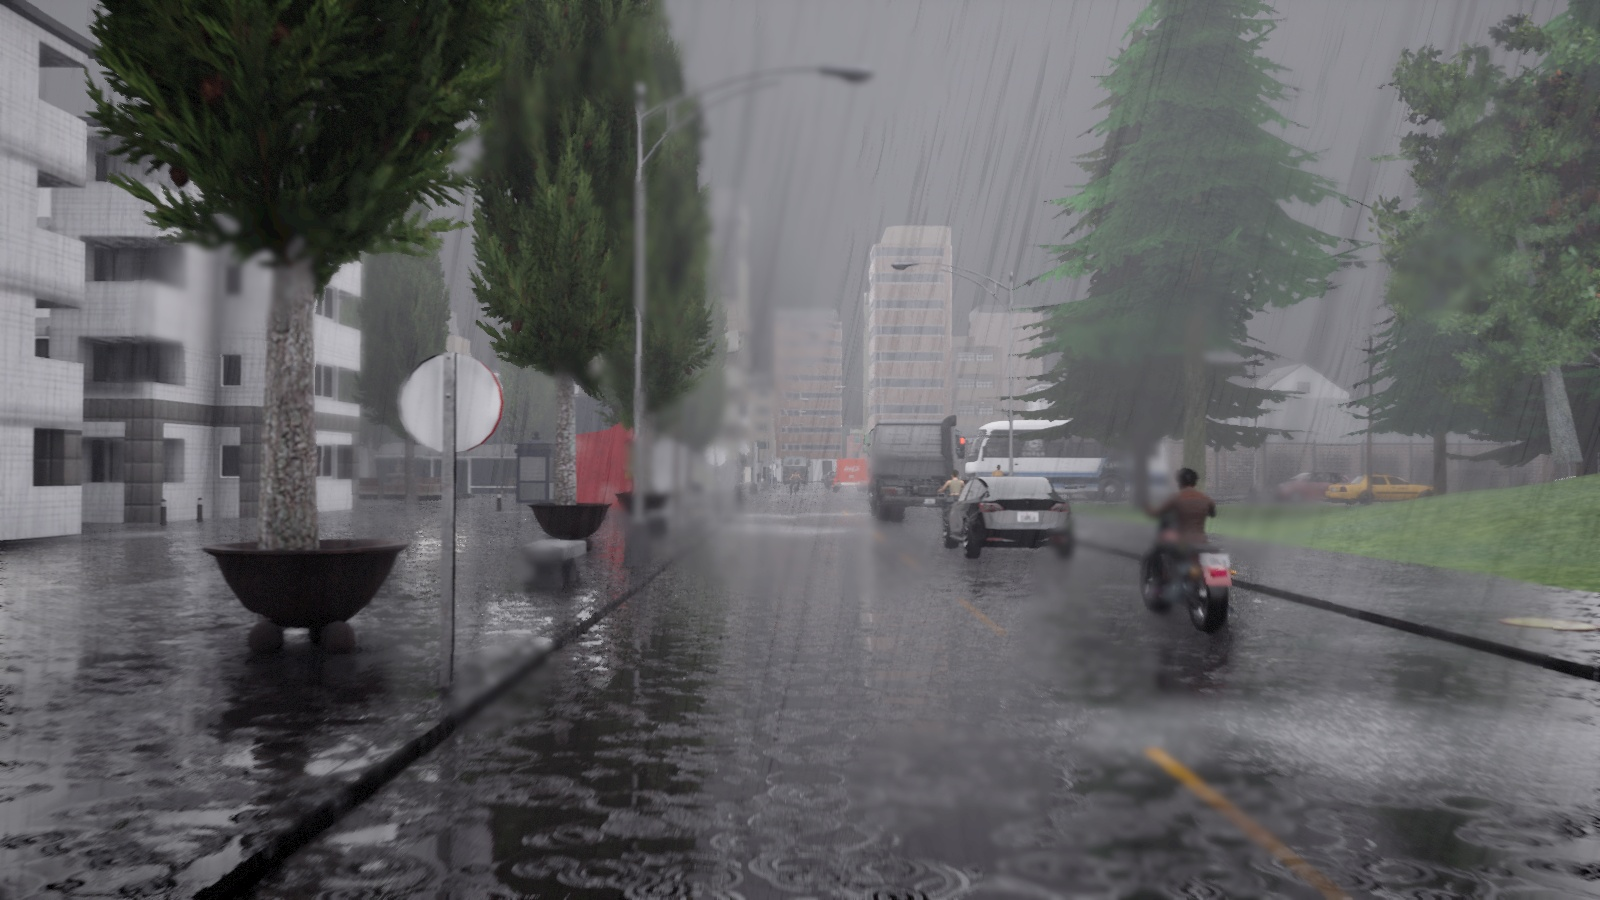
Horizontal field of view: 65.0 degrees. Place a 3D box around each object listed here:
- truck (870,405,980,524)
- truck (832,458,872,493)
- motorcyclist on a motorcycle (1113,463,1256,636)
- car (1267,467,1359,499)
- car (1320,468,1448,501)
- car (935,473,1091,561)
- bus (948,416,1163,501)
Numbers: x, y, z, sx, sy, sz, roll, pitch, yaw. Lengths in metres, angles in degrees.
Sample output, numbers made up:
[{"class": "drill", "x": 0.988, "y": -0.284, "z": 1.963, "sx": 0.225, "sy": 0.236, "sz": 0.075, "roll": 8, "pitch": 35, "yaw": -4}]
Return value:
[{"class": "truck", "x": 3.865, "y": 0.498, "z": 40.693, "sx": 2.891, "sy": 3.462, "sz": 7.936, "roll": 0, "pitch": -1, "yaw": 1}, {"class": "truck", "x": 3.697, "y": 1.826, "z": 90.364, "sx": 2.627, "sy": 2.467, "sz": 5.204, "roll": 0, "pitch": -1, "yaw": 0}, {"class": "motorcyclist on a motorcycle", "x": 3.970, "y": 0.970, "z": 13.181, "sx": 0.766, "sy": 1.649, "sz": 2.350, "roll": 0, "pitch": -1, "yaw": 0}, {"class": "car", "x": 26.557, "y": 1.695, "z": 65.045, "sx": 3.988, "sy": 1.617, "sz": 1.851, "roll": 0, "pitch": -1, "yaw": 0}, {"class": "car", "x": 28.341, "y": 1.662, "z": 61.051, "sx": 5.366, "sy": 1.575, "sz": 1.801, "roll": 0, "pitch": -1, "yaw": 0}, {"class": "car", "x": 3.944, "y": 1.202, "z": 24.095, "sx": 2.163, "sy": 1.488, "sz": 4.792, "roll": 0, "pitch": -1, "yaw": 0}, {"class": "bus", "x": 13.076, "y": 0.474, "z": 65.010, "sx": 10.273, "sy": 4.253, "sz": 3.944, "roll": 0, "pitch": -1, "yaw": 0}]
